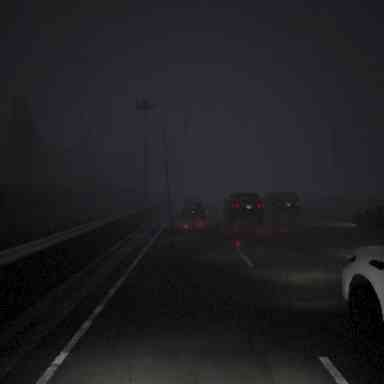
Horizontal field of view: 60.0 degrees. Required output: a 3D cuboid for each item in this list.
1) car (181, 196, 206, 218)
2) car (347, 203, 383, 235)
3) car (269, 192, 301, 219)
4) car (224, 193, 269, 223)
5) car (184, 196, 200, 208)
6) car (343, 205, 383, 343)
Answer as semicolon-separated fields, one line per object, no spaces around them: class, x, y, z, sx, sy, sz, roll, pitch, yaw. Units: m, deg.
car;0.096;1.294;27.685;2.128;1.511;4.902;0;0;0
car;10.598;1.419;17.810;2.033;1.411;5.357;0;0;0
car;7.096;1.027;27.133;2.150;2.045;5.566;0;0;0
car;3.586;1.051;23.801;2.150;2.045;5.566;0;0;0
car;0.049;1.250;44.005;1.994;1.385;4.181;0;0;1
car;3.599;1.197;3.216;2.150;2.045;5.566;0;0;0
